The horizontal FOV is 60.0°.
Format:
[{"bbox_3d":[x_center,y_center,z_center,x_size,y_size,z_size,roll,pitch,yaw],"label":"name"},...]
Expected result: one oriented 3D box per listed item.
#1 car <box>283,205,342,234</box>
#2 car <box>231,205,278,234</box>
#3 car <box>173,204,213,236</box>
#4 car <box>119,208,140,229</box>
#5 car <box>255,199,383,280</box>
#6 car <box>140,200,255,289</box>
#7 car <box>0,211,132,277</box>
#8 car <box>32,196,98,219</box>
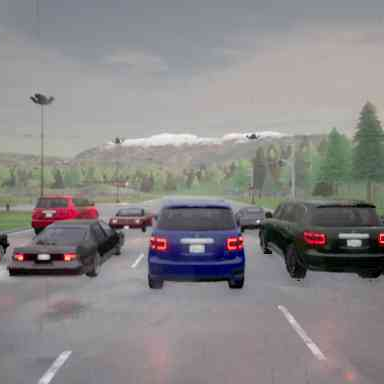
[{"bbox_3d":[7.080,1.550,20.021,1.994,1.385,4.181,0,0,0],"label":"car"},{"bbox_3d":[3.576,1.550,19.811,1.994,1.385,4.181,0,0,0],"label":"car"},{"bbox_3d":[0.076,1.534,19.452,2.033,1.411,5.357,0,0,0],"label":"car"},{"bbox_3d":[-3.424,1.587,19.787,1.895,1.301,4.718,0,0,1],"label":"car"},{"bbox_3d":[3.592,1.215,10.058,2.150,2.045,5.566,0,0,0],"label":"car"},{"bbox_3d":[0.085,1.215,9.266,2.150,2.045,5.566,0,0,0],"label":"car"},{"bbox_3d":[-3.405,1.540,10.138,2.033,1.411,5.357,0,0,0],"label":"car"},{"bbox_3d":[-6.916,1.208,18.720,2.150,2.045,5.566,0,0,0],"label":"car"}]
